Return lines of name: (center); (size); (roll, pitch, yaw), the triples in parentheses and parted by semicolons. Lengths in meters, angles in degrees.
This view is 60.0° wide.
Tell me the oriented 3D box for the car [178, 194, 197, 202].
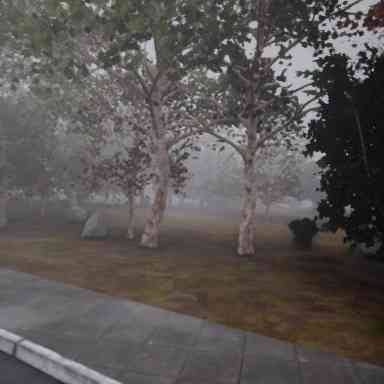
car: (-1.323, 1.717, 93.450); (2.435, 2.045, 5.566); (5, 1, 42)
